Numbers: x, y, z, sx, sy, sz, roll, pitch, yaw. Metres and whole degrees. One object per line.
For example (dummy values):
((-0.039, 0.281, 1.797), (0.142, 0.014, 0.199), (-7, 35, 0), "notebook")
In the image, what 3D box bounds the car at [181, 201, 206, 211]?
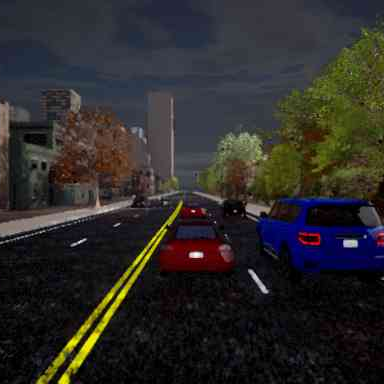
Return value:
((0.109, 1.422, 27.362), (1.994, 1.385, 4.181), (0, 0, 0), "car")

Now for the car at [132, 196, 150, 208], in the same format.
((-6.682, 1.281, 43.552), (1.837, 1.490, 4.892), (0, 0, -1), "car")

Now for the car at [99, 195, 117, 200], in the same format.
((-20.668, 1.401, 81.584), (4.313, 1.339, 1.947), (-1, 2, -1), "car")

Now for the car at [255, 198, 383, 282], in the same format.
((3.353, 1.170, 9.713), (2.150, 2.045, 5.566), (0, 0, 0), "car")

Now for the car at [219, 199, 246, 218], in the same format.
((3.359, 1.331, 28.249), (1.882, 1.535, 5.008), (0, 0, 0), "car")

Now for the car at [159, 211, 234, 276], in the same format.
((0.104, 1.511, 10.175), (1.994, 1.385, 4.181), (0, 0, 0), "car")

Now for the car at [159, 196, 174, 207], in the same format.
((-3.454, 1.259, 45.192), (2.128, 1.511, 4.902), (0, 0, -1), "car")
